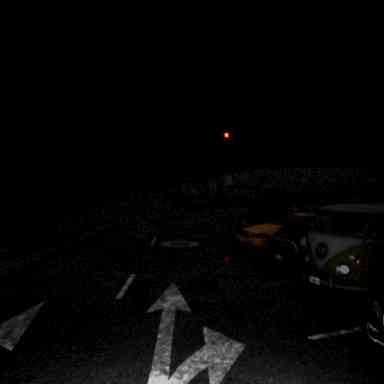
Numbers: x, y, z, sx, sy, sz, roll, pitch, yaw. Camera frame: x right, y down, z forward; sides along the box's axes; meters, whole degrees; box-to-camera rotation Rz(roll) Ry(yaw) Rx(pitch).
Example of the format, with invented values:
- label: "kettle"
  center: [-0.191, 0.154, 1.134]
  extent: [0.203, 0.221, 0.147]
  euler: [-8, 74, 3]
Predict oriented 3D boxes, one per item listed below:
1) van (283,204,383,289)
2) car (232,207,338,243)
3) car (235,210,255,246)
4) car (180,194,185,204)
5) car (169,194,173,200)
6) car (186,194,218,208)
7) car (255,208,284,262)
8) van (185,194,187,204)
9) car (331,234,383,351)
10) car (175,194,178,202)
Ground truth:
- label: "van"
  center: [4.592, 1.263, 7.628]
  extent: [4.442, 1.987, 1.878]
  euler: [1, 0, -21]
- label: "car"
  center: [4.639, 1.536, 16.692]
  extent: [4.792, 1.488, 2.163]
  euler: [1, 0, -22]
- label: "car"
  center: [4.381, 1.491, 13.642]
  extent: [5.366, 1.575, 1.946]
  euler: [1, 0, -22]
- label: "car"
  center: [1.296, 1.498, 60.444]
  extent: [5.566, 2.045, 2.435]
  euler: [1, 0, -27]
- label: "car"
  center: [-2.427, 1.521, 90.273]
  extent: [5.566, 2.045, 2.435]
  euler: [1, -1, -27]
- label: "car"
  center: [1.974, 1.626, 54.467]
  extent: [4.553, 1.767, 2.185]
  euler: [1, 0, -27]
- label: "car"
  center: [4.665, 1.368, 10.702]
  extent: [4.553, 1.767, 2.185]
  euler: [1, 0, -22]
- label: "van"
  center: [1.569, 1.524, 57.418]
  extent: [4.442, 1.987, 1.878]
  euler: [1, 0, -27]
- label: "car"
  center: [4.746, 1.488, 4.652]
  extent: [4.892, 1.521, 2.231]
  euler: [1, 0, -21]
- label: "car"
  center: [-0.141, 1.495, 72.408]
  extent: [5.566, 2.045, 2.435]
  euler: [1, 0, -27]
